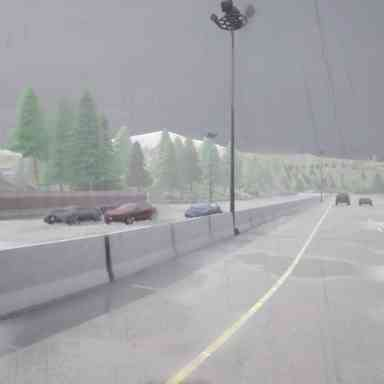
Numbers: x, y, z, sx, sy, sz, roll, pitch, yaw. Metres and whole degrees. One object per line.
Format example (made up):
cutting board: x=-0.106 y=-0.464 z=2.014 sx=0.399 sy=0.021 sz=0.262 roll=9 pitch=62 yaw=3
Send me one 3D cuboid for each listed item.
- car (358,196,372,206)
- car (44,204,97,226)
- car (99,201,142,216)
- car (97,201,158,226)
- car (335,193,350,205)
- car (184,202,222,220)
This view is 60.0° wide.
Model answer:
car: x=29.446 y=1.492 z=56.579 sx=2.128 sy=1.511 sz=4.902 roll=0 pitch=0 yaw=24
car: x=-8.301 y=1.564 z=23.537 sx=1.994 sy=1.385 sz=4.181 roll=0 pitch=0 yaw=24
car: x=-7.289 y=1.604 z=34.293 sx=1.895 sy=1.301 sz=4.718 roll=0 pitch=0 yaw=24
car: x=-4.278 y=1.477 z=23.955 sx=1.882 sy=1.535 sz=5.008 roll=0 pitch=0 yaw=24
car: x=25.960 y=1.221 z=57.348 sx=2.150 sy=2.045 sz=5.566 roll=0 pitch=0 yaw=24
car: x=1.017 y=1.525 z=27.185 sx=1.812 sy=1.442 sz=4.674 roll=0 pitch=0 yaw=24
